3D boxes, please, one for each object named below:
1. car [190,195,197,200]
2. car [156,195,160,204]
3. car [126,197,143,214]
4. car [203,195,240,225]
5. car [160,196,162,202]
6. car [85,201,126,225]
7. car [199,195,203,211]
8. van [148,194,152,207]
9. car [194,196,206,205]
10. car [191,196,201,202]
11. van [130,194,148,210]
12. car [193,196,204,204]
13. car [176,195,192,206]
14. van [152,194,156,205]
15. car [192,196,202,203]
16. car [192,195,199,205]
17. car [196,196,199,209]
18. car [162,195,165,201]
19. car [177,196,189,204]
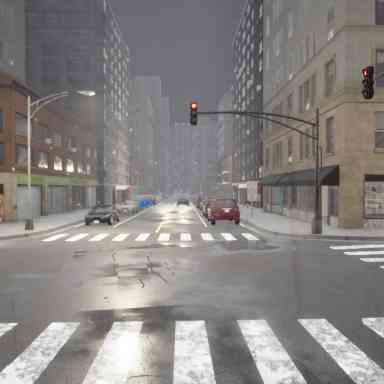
[{"bbox_3d":[0.389,1.524,91.098,2.008,1.369,4.403,-1,0,-2],"label":"car"},{"bbox_3d":[-7.230,1.311,57.361,2.192,1.841,5.009,-1,0,-2],"label":"car"},{"bbox_3d":[-6.608,1.528,34.856,1.752,1.417,4.829,-1,0,-2],"label":"car"},{"bbox_3d":[2.215,1.318,24.092,2.192,1.841,5.009,-1,0,-2],"label":"car"},{"bbox_3d":[-7.382,1.433,62.945,1.967,1.590,4.097,-1,0,-2],"label":"car"},{"bbox_3d":[-6.305,1.569,23.859,1.947,1.339,4.313,-1,0,-2],"label":"car"},{"bbox_3d":[2.063,1.318,29.677,2.192,1.841,5.009,-1,0,-2],"label":"car"},{"bbox_3d":[-6.922,1.342,46.194,1.690,1.788,3.998,-1,0,-2],"label":"van"},{"bbox_3d":[1.298,1.521,57.766,1.752,1.417,4.829,-1,0,-2],"label":"car"},{"bbox_3d":[0.846,1.538,74.347,2.008,1.369,4.403,-1,0,-2],"label":"car"},{"bbox_3d":[-6.768,1.343,40.609,1.690,1.788,3.998,-1,0,-2],"label":"van"},{"bbox_3d":[1.151,1.559,63.179,1.947,1.339,4.313,-1,0,-2],"label":"car"},{"bbox_3d":[-1.440,1.503,53.438,1.837,1.490,4.892,0,0,-2],"label":"car"},{"bbox_3d":[-7.076,1.340,51.777,1.690,1.788,3.998,-1,0,-2],"label":"van"},{"bbox_3d":[0.999,1.556,68.763,1.947,1.339,4.313,-1,0,-2],"label":"car"},{"bbox_3d":[1.605,1.316,46.428,2.192,1.841,5.009,-1,0,-2],"label":"car"},{"bbox_3d":[1.756,1.527,41.014,1.752,1.417,4.829,-1,0,-2],"label":"car"},{"bbox_3d":[-7.689,1.427,74.111,1.967,1.590,4.097,-1,0,-2],"label":"car"},{"bbox_3d":[-1.727,1.540,63.856,2.033,1.411,5.357,0,0,-2],"label":"car"}]
